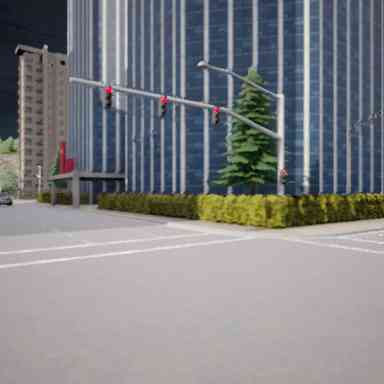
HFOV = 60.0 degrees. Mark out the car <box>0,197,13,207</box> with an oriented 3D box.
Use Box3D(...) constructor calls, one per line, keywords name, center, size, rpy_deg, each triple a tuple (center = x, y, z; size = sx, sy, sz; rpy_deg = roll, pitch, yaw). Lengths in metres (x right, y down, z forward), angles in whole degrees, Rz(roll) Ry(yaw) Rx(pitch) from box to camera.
Box3D(name="car", center=(-29.529, 1.487, 52.442), size=(2.128, 1.511, 4.902), rpy_deg=(0, 0, -36))
